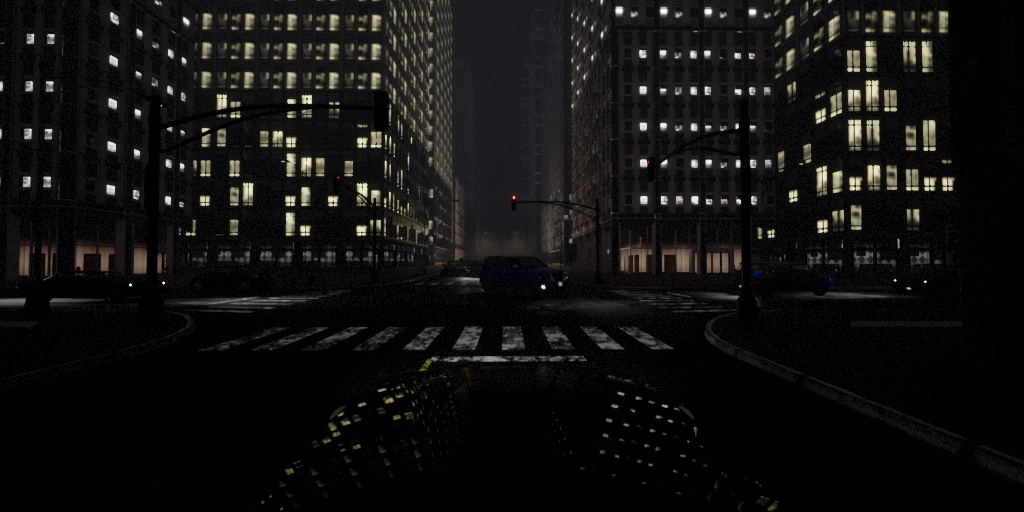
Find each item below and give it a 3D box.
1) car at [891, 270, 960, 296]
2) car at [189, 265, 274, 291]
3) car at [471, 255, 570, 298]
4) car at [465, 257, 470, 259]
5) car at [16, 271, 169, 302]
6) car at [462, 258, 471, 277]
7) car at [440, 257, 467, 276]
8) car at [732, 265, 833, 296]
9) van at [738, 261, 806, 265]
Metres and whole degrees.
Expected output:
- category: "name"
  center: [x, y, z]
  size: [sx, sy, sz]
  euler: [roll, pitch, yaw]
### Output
- category: "car"
  center: [23.562, 1.435, 19.334]
  size: [4.718, 1.301, 1.895]
  euler: [0, -1, -1]
- category: "car"
  center: [-16.761, 1.255, 21.454]
  size: [4.097, 1.591, 1.967]
  euler: [0, 0, -1]
- category: "car"
  center: [0.460, 0.978, 19.156]
  size: [2.150, 2.045, 5.566]
  euler: [-1, 1, -42]
- category: "car"
  center: [-6.324, 1.082, 48.186]
  size: [2.192, 1.841, 5.009]
  euler: [0, 0, -1]
- category: "car"
  center: [-18.068, 1.300, 15.661]
  size: [4.718, 1.301, 1.895]
  euler: [0, -1, -1]
- category: "car"
  center: [-3.566, 1.268, 35.987]
  size: [1.837, 1.490, 4.892]
  euler: [0, 0, -1]
- category: "car"
  center: [-6.171, 1.203, 37.036]
  size: [1.967, 1.591, 4.097]
  euler: [0, 0, -1]
- category: "car"
  center: [14.519, 1.342, 19.228]
  size: [4.674, 1.442, 1.812]
  euler: [0, -1, -2]
- category: "van"
  center: [15.710, 1.210, 21.824]
  size: [3.998, 1.789, 1.690]
  euler: [0, 0, -1]
